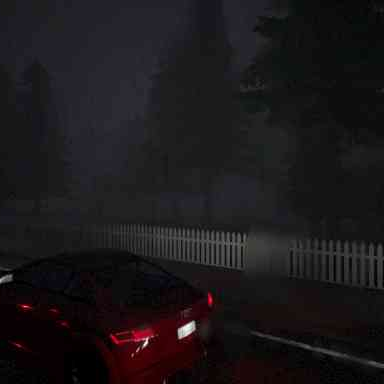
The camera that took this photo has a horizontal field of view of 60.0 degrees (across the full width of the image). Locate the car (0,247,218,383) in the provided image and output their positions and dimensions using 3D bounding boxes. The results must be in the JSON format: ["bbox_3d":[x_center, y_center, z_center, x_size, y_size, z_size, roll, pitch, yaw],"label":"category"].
[{"bbox_3d":[-1.709,1.564,4.996,4.181,1.385,1.994,0,0,35],"label":"car"}]
